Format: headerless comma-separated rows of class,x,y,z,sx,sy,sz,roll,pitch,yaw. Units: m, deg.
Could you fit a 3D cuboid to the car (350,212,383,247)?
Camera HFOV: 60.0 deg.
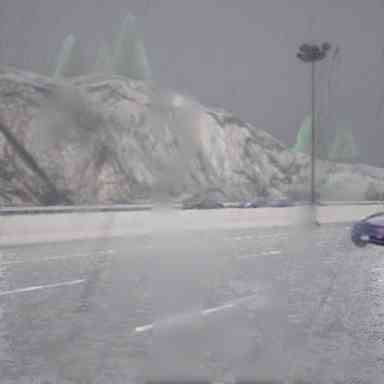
car,8.391,1.527,13.533,4.674,1.442,1.812,0,0,-31

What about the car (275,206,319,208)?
car,10.601,1.482,30.939,4.902,1.511,2.128,0,0,-28

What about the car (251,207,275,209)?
car,9.054,1.531,34.101,5.357,1.411,2.033,0,0,-28
